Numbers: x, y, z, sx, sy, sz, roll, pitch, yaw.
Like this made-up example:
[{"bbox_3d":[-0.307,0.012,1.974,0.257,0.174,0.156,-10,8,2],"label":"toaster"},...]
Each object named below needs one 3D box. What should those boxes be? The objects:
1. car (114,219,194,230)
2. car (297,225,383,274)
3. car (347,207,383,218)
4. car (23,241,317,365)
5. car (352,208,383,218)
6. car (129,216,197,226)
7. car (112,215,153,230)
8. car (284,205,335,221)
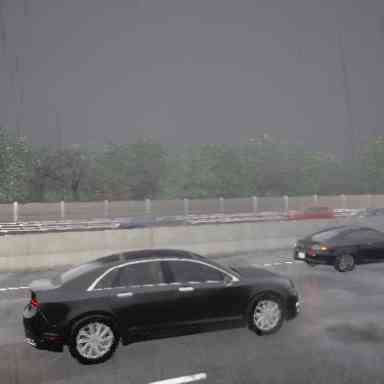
[{"bbox_3d":[-2.360,2.616,20.314,4.181,1.385,1.994,-1,-3,-17],"label":"car"},{"bbox_3d":[5.846,1.902,11.814,4.674,1.442,1.812,-1,-3,-18],"label":"car"},{"bbox_3d":[16.042,2.226,29.814,4.553,1.767,2.097,-1,-3,-17],"label":"car"},{"bbox_3d":[-0.389,1.828,6.180,4.892,1.490,1.837,-1,-3,-18],"label":"car"},{"bbox_3d":[15.485,2.207,25.965,4.902,1.511,2.128,-1,-3,-17],"label":"car"},{"bbox_3d":[-1.965,2.720,24.105,4.892,1.490,1.837,-1,-3,-17],"label":"car"},{"bbox_3d":[-5.023,2.970,30.476,4.553,1.767,2.097,-1,-3,-17],"label":"car"},{"bbox_3d":[12.787,2.503,36.118,5.566,2.045,2.150,-1,-3,-17],"label":"car"}]
